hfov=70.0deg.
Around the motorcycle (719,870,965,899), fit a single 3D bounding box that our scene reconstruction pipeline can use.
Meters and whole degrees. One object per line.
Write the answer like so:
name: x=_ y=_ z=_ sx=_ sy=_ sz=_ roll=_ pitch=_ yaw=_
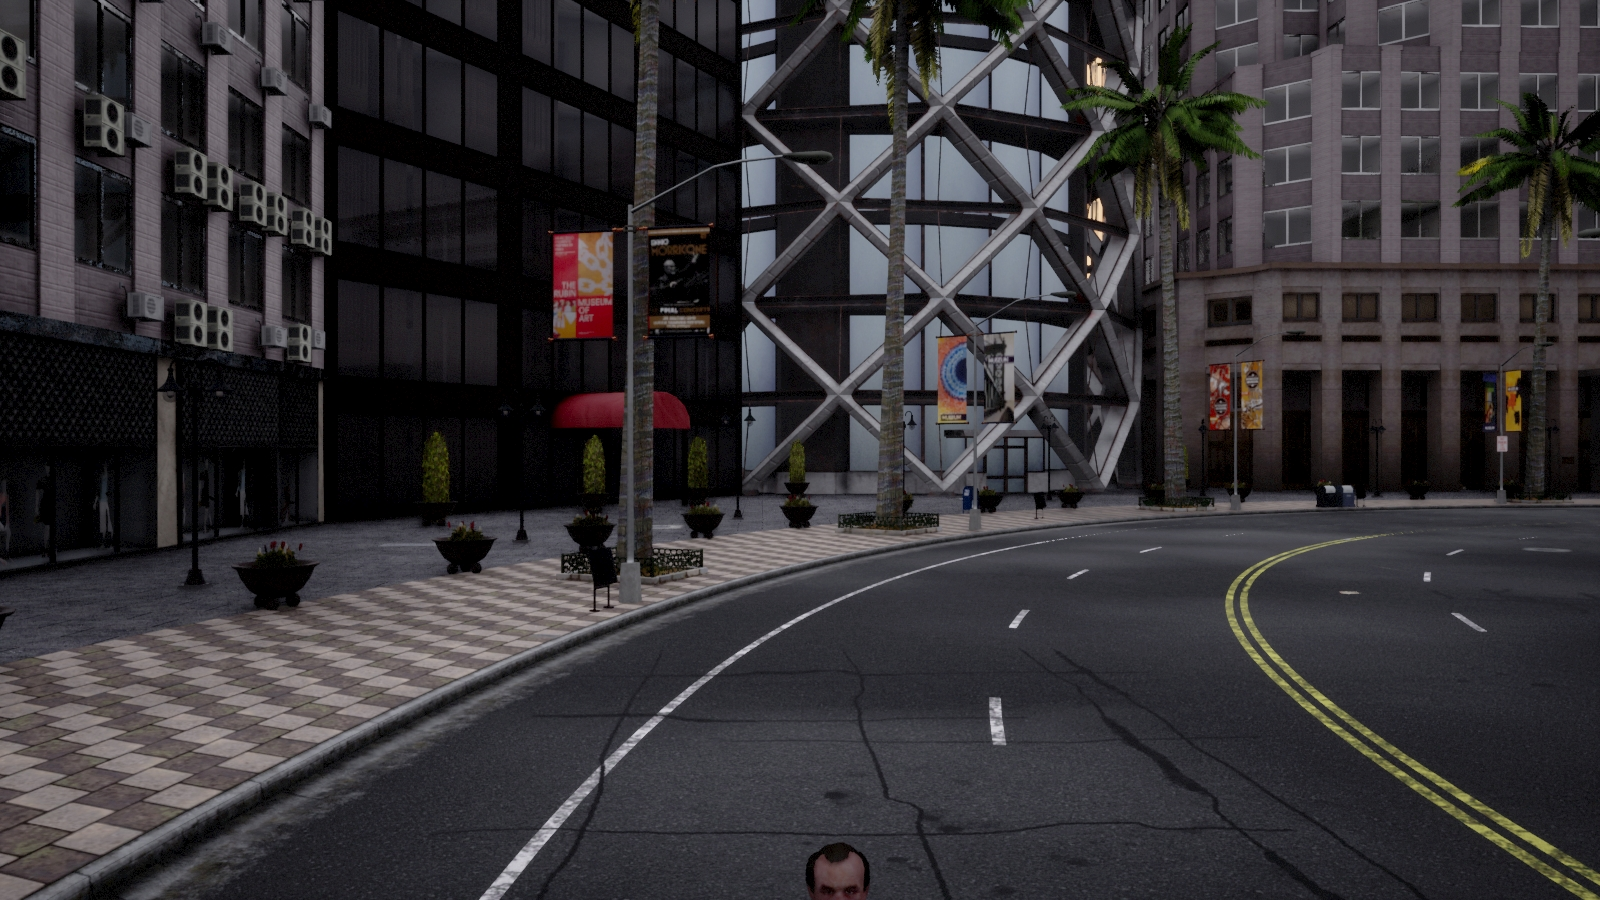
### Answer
motorcycle: x=0.124 y=2.182 z=3.338 sx=0.856 sy=1.236 sz=1.805 roll=0 pitch=0 yaw=2
